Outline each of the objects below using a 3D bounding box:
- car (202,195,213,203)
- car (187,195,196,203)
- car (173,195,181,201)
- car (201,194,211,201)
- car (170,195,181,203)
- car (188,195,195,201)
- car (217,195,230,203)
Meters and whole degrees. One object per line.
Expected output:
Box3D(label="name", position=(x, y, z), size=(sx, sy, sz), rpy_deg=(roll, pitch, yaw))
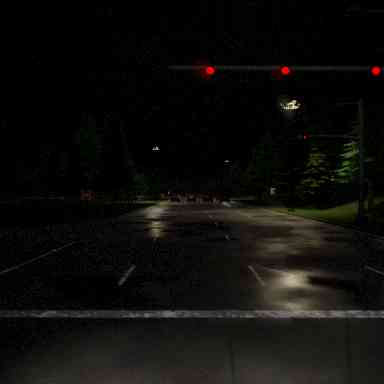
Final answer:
Box3D(label="car", position=(3.420, 1.545, 70.779), size=(1.994, 1.385, 4.181), rpy_deg=(0, 0, 0))
Box3D(label="car", position=(-0.080, 1.531, 70.358), size=(2.033, 1.411, 5.357), rpy_deg=(0, 0, 0))
Box3D(label="car", position=(-3.592, 1.357, 80.774), size=(1.812, 1.442, 4.674), rpy_deg=(0, 0, 0))
Box3D(label="car", position=(3.408, 1.358, 80.782), size=(2.128, 1.511, 4.902), rpy_deg=(0, 0, 0))
Box3D(label="car", position=(-3.580, 1.517, 70.771), size=(1.812, 1.442, 4.674), rpy_deg=(0, 0, 0))
Box3D(label="car", position=(-0.092, 1.357, 80.778), size=(1.812, 1.442, 4.674), rpy_deg=(0, 0, 0))
Box3D(label="car", position=(6.919, 1.545, 70.783), size=(1.994, 1.385, 4.181), rpy_deg=(0, 0, 0))
